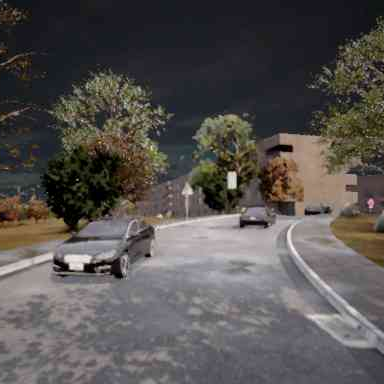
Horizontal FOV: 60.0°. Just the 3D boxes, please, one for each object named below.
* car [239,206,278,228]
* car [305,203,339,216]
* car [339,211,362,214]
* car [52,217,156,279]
[{"bbox_3d":[4.604,1.623,22.820,1.994,1.385,4.181,-2,-1,23],"label":"car"},{"bbox_3d":[14.188,1.978,36.912,1.994,1.385,4.181,-4,-7,43],"label":"car"},{"bbox_3d":[22.752,3.296,47.936,4.674,1.442,1.812,5,-6,-30],"label":"car"},{"bbox_3d":[-2.465,1.568,10.490,2.128,1.511,4.902,-1,-1,8],"label":"car"}]
